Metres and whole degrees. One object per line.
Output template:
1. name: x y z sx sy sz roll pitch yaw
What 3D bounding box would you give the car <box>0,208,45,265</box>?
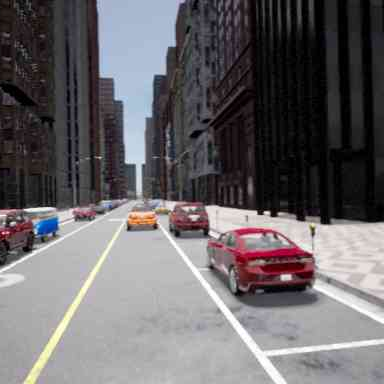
1. car: -7.777 1.673 13.070 2.192 1.841 5.009 -1 -1 -9

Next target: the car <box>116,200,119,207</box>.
1. car: -16.676 2.861 68.719 1.947 1.339 4.313 -2 -1 -9

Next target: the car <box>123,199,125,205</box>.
1. car: -20.242 3.116 90.981 1.967 1.590 4.097 -2 -1 -9

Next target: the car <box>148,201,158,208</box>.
1. car: -8.263 2.648 70.079 2.008 1.369 4.403 -2 -1 -9

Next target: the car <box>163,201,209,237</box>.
1. car: -0.255 1.567 20.000 2.192 1.841 5.009 -2 -1 -9

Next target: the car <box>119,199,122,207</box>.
1. car: -17.574 2.705 74.286 2.192 1.841 5.009 -2 -1 -9

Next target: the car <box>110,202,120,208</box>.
1. car: -18.458 3.030 79.849 1.887 1.381 4.507 -2 -1 -9

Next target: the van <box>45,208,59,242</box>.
1. van: -8.667 1.790 18.635 1.690 1.788 3.998 -1 -1 -9

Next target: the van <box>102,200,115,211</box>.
1. van: -14.902 2.447 57.591 1.690 1.788 3.998 -2 -1 -9

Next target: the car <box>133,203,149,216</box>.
1. car: -6.567 2.203 42.599 1.837 1.490 4.892 -1 -1 -9

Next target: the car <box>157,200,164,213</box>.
1. car: -3.838 2.152 42.424 1.752 1.417 4.829 -2 -1 -9

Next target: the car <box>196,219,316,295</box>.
1. car: 1.533 1.614 8.868 1.887 1.381 4.507 -1 -1 -9

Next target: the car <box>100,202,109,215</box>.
1. car: -13.114 2.482 46.458 1.947 1.339 4.313 -2 -1 -9

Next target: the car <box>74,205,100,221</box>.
1. car: -11.333 2.272 35.328 1.887 1.381 4.507 -2 -1 -9

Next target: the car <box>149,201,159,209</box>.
1. car: -7.400 2.531 64.683 1.752 1.417 4.829 -2 -1 -9

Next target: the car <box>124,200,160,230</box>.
1. car: -3.744 1.753 24.885 2.097 1.767 4.553 -1 -1 -9

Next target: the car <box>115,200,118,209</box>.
1. car: -15.786 2.766 63.153 1.947 1.339 4.313 -2 -1 -9

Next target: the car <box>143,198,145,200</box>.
1. car: -11.832 2.793 92.342 2.192 1.841 5.009 -2 -1 -9
